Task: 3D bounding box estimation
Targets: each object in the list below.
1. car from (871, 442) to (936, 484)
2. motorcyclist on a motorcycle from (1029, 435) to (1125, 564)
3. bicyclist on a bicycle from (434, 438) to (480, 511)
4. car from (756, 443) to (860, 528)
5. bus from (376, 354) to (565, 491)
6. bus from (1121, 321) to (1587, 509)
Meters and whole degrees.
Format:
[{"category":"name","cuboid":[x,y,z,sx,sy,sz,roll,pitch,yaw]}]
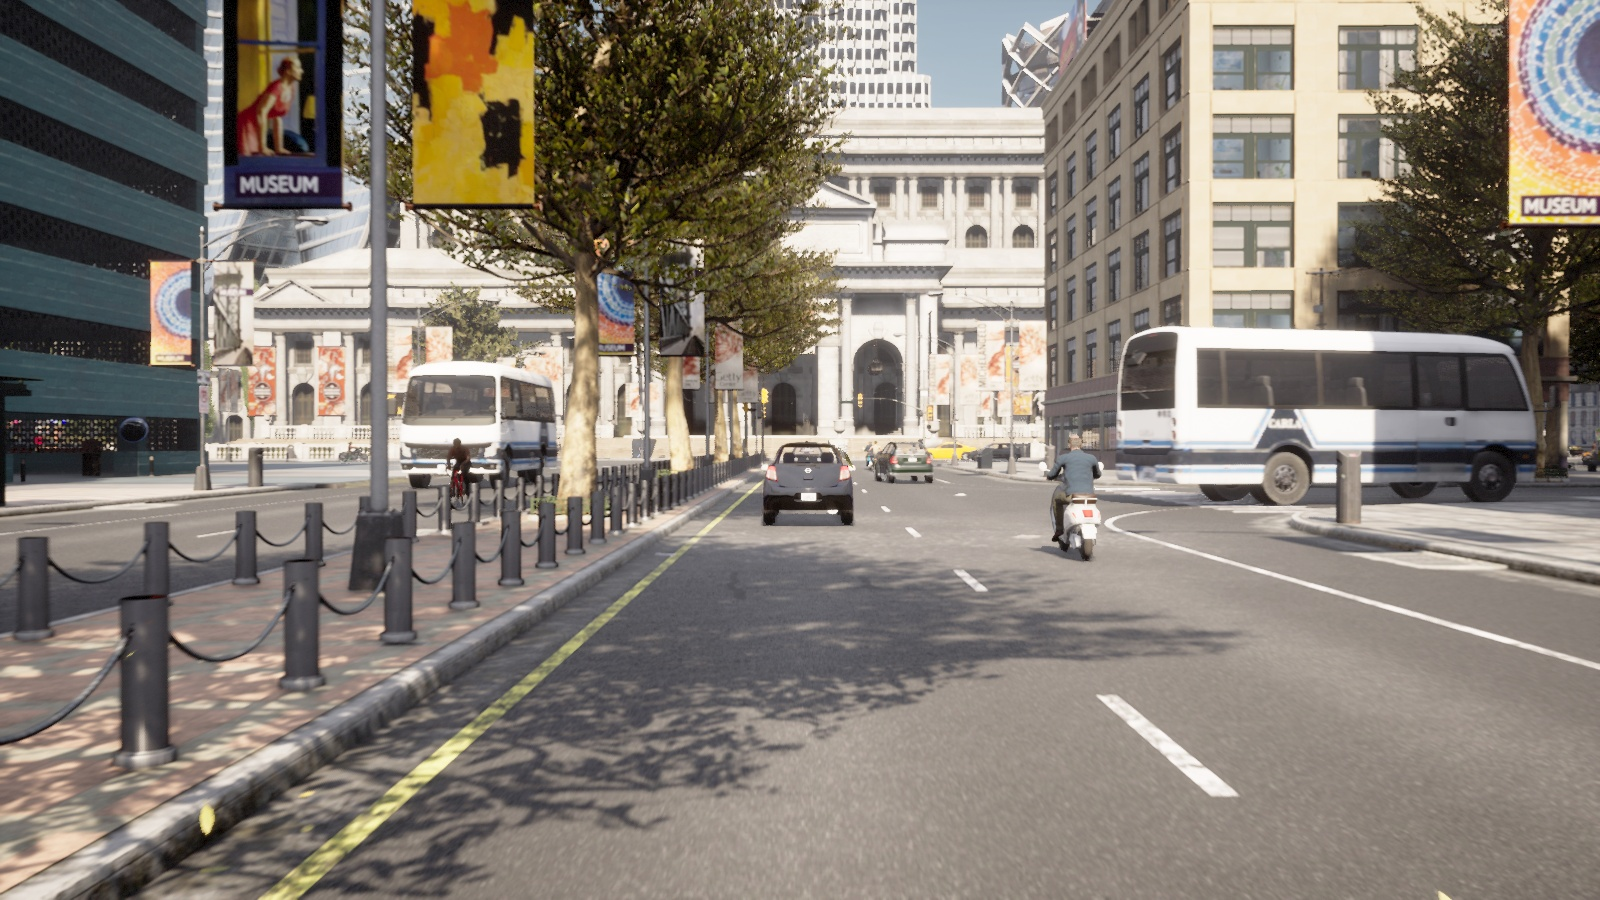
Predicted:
[{"category":"car","cuboid":[3.887,0.459,47.585,1.789,1.549,3.705,0,0,-6]},{"category":"motorcyclist on a motorcycle","cuboid":[3.609,0.610,16.496,0.866,1.590,1.817,0,0,0]},{"category":"bicyclist on a bicycle","cuboid":[-7.822,0.531,28.666,0.582,1.620,1.656,0,1,0]},{"category":"car","cuboid":[0.152,0.624,24.131,1.845,1.501,3.633,0,0,0]},{"category":"bus","cuboid":[-11.233,-0.888,44.287,3.944,4.253,10.273,0,0,0]},{"category":"bus","cuboid":[13.671,-0.796,31.342,10.273,4.253,3.944,0,1,-13]}]
